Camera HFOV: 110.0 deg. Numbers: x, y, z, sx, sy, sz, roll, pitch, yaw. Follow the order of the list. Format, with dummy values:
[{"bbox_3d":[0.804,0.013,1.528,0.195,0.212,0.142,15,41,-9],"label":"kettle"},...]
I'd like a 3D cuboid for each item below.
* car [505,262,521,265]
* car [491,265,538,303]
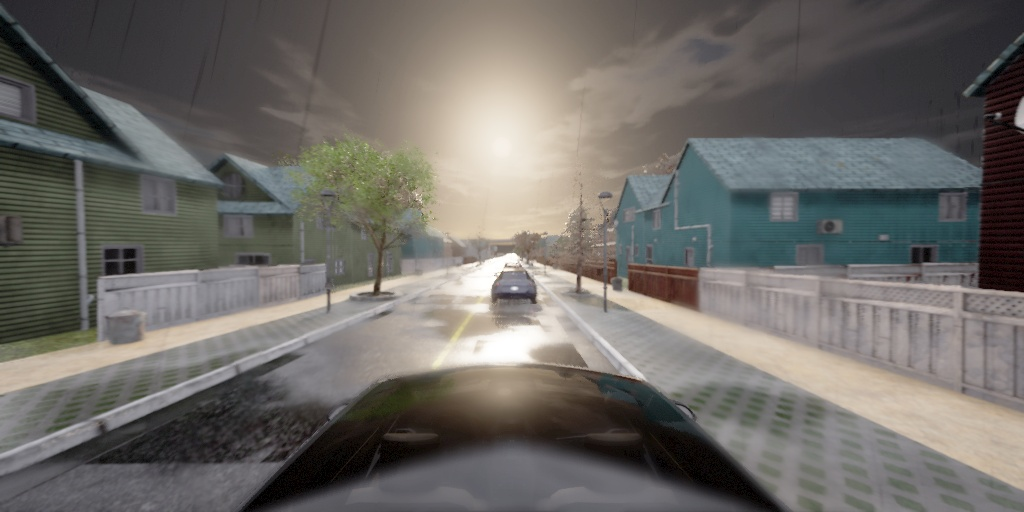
[{"bbox_3d":[0.111,1.251,34.658,1.895,1.301,4.718,0,0,0],"label":"car"},{"bbox_3d":[0.106,1.268,16.445,1.994,1.385,4.181,0,0,0],"label":"car"}]
